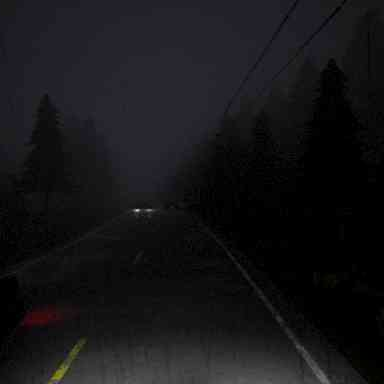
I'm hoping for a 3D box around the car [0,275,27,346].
[{"bbox_3d":[-3.344,1.546,2.590,2.033,1.411,5.357,0,0,-1],"label":"car"}]

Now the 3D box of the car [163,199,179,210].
[{"bbox_3d":[-2.637,1.526,41.421,1.895,1.301,4.718,0,0,-6],"label":"car"}]

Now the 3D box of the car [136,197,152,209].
[{"bbox_3d":[-6.326,1.401,43.939,1.882,1.535,5.008,0,0,-6],"label":"car"}]
